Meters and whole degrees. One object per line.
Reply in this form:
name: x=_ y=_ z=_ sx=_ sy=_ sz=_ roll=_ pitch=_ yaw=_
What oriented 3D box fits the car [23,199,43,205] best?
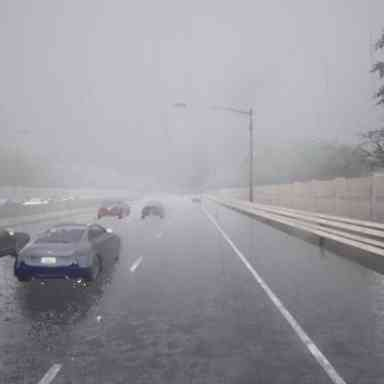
car: x=-21.065 y=1.656 z=44.885 sx=1.812 sy=1.442 sz=4.674 roll=0 pitch=0 yaw=0

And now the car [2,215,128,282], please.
car: x=-3.399 y=1.593 z=9.895 sx=1.994 sy=1.385 sz=4.181 roll=0 pitch=0 yaw=0

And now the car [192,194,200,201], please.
car: x=1.060 y=1.570 z=89.805 sx=2.097 sy=1.767 sz=4.553 roll=0 pitch=0 yaw=0

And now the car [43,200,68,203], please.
car: x=-17.573 y=1.693 z=44.341 sx=1.994 sy=1.385 sz=4.181 roll=0 pitch=0 yaw=0

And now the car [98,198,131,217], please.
car: x=-6.896 y=1.440 z=29.891 sx=2.097 sy=1.767 sz=4.553 roll=0 pitch=0 yaw=0

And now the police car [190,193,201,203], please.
police car: x=1.059 y=1.633 z=73.947 sx=1.930 sy=1.638 sz=5.238 roll=0 pitch=0 yaw=0

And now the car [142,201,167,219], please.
car: x=-3.396 y=1.594 z=30.217 sx=1.837 sy=1.490 sz=4.892 roll=0 pitch=0 yaw=0

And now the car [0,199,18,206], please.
car: x=-24.569 y=1.651 z=43.357 sx=1.812 sy=1.442 sz=4.674 roll=0 pitch=0 yaw=0

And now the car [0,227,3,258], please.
car: x=-6.898 y=1.577 z=9.980 sx=2.033 sy=1.411 sz=5.357 roll=0 pitch=0 yaw=0
